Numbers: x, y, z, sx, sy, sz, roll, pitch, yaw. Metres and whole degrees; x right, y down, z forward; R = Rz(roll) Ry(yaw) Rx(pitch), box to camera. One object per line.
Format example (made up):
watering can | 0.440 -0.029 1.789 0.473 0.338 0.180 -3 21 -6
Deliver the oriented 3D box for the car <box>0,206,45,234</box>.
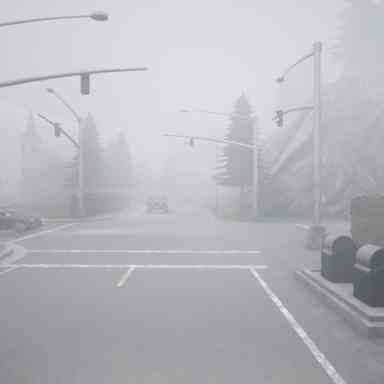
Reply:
car | -10.703 1.491 18.195 4.902 1.511 2.128 0 0 -8

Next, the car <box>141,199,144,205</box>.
car | -7.512 1.564 57.309 1.994 1.385 4.181 0 0 -20

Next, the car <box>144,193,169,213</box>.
car | -3.756 1.221 37.202 2.150 2.045 5.566 0 0 -2

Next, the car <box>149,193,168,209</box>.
car | -4.814 1.220 47.489 2.150 2.045 5.566 0 0 -11
